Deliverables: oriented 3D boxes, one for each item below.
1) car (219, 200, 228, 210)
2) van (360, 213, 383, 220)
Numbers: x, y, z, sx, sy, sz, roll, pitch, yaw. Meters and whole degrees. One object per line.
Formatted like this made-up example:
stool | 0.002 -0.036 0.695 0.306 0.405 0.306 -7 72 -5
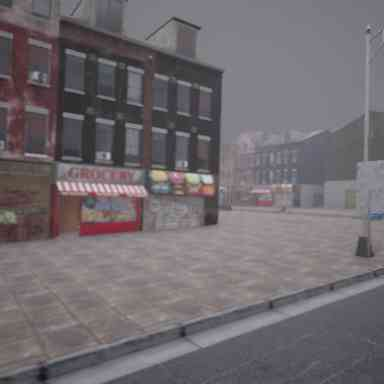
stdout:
car | 3.109 1.652 44.520 1.802 1.307 4.206 2 -2 -35
van | 15.778 1.400 26.696 1.690 1.788 3.998 3 -2 -35
